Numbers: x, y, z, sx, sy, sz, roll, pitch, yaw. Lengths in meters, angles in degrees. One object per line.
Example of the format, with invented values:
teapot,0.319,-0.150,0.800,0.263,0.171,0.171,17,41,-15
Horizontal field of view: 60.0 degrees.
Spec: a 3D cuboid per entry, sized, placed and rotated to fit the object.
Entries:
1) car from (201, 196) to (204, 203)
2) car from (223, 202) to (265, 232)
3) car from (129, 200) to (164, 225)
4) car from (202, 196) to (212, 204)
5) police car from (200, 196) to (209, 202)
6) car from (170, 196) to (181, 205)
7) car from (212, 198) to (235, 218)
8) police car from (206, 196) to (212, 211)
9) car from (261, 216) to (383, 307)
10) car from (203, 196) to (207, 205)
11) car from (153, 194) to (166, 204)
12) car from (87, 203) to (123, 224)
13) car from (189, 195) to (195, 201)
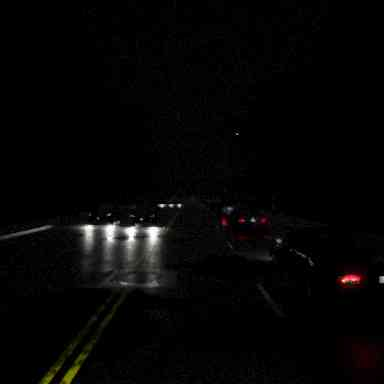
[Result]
car,3.248,1.781,64.107,1.994,1.385,4.181,0,0,0
car,3.350,1.596,20.631,2.033,1.411,5.357,0,0,1
car,-3.350,1.564,24.450,1.837,1.490,4.892,0,0,0
car,3.247,1.707,75.108,2.033,1.649,4.856,0,0,0
police car,3.247,1.850,86.109,2.038,1.542,4.974,0,0,0
car,-3.259,1.581,66.080,2.097,1.767,4.553,0,0,0
car,3.249,1.510,31.106,2.033,1.649,4.856,0,0,0
police car,3.249,1.543,42.216,1.930,1.638,5.238,0,0,0
car,3.351,1.565,8.226,2.033,1.411,5.357,0,0,0
car,3.248,1.728,53.106,1.994,1.385,4.181,0,0,0
car,-6.504,1.454,67.091,2.150,2.045,5.566,0,0,0
car,-6.599,1.588,25.722,1.812,1.442,4.674,0,0,0
car,-0.003,1.787,95.407,2.128,1.511,4.902,0,0,0
